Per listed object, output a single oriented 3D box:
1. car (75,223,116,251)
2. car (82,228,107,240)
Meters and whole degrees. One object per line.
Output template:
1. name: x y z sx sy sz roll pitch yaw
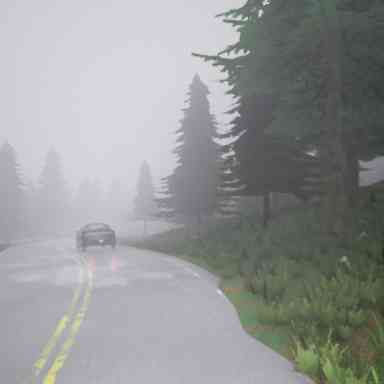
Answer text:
1. car: -5.802 2.637 19.878 2.128 1.511 4.902 0 -6 -24
2. car: -11.161 4.795 38.325 1.895 1.301 4.718 0 -6 -6
